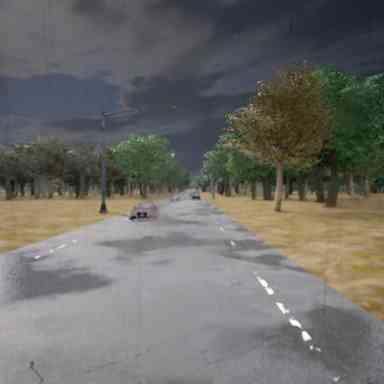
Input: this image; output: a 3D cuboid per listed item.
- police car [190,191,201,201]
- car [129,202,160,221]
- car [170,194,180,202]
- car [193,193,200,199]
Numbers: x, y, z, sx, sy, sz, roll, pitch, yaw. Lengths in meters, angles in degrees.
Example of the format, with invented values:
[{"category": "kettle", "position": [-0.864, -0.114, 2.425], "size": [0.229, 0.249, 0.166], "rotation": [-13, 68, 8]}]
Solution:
[{"category": "police car", "position": [1.055, 1.109, 77.362], "size": [1.930, 1.638, 5.238], "rotation": [0, 0, 0]}, {"category": "car", "position": [-3.594, 1.479, 25.885], "size": [1.994, 1.385, 4.181], "rotation": [0, 0, 0]}, {"category": "car", "position": [-3.497, 1.254, 68.017], "size": [2.128, 1.511, 4.902], "rotation": [0, 0, 0]}, {"category": "car", "position": [1.056, 1.134, 87.256], "size": [1.837, 1.490, 4.892], "rotation": [0, 0, 0]}]
